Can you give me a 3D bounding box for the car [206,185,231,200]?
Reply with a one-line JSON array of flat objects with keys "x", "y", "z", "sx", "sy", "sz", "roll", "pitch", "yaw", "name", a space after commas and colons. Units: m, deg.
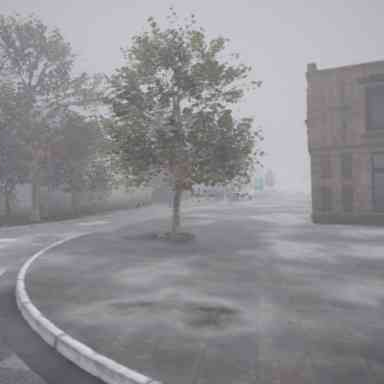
[{"x": 3.618, "y": -0.024, "z": 45.299, "sx": 2.150, "sy": 2.045, "sz": 5.566, "roll": -2, "pitch": 2, "yaw": 21, "name": "car"}]
